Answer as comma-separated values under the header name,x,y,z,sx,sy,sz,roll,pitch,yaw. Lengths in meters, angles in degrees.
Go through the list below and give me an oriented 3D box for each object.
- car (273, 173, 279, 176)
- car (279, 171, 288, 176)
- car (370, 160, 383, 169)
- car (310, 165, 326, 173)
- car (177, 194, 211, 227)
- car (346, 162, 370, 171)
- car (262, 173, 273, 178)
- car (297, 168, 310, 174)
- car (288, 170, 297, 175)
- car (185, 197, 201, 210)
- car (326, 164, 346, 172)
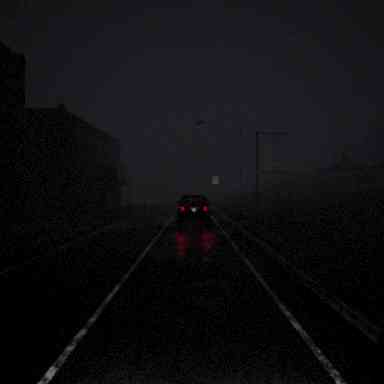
name,x,y,z,sx,sy,sz,roll,pitch,yaw
car,21.798,-4.152,79.869,2.231,1.521,4.892,0,1,-1
car,21.922,-4.066,74.352,2.231,1.521,4.892,0,1,-1
car,25.076,-3.418,41.240,2.231,1.521,4.892,0,1,-8
car,22.962,-3.871,57.766,2.185,1.767,4.553,0,1,-5
car,0.116,1.184,22.825,2.150,2.045,5.566,0,0,0
car,24.275,-3.486,46.601,2.002,1.452,4.674,0,1,-7
car,21.569,-4.423,90.806,2.185,1.767,4.553,0,1,-1
car,22.498,-3.854,63.273,2.097,1.535,5.008,0,1,-4
car,22.150,-3.923,68.810,2.002,1.452,4.674,0,1,-2
car,0.135,1.415,41.997,1.882,1.535,5.008,0,0,0
car,23.577,-3.604,52.076,2.163,1.488,4.792,0,1,-6
